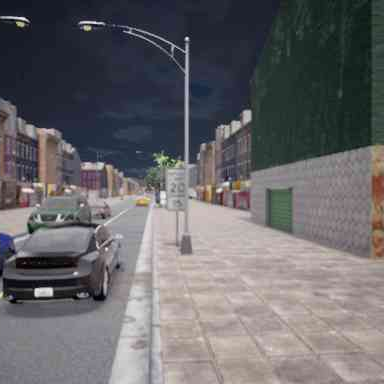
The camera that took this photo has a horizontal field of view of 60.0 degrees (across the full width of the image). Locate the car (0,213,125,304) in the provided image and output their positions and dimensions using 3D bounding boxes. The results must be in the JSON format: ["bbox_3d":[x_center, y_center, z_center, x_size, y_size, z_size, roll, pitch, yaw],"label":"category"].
[{"bbox_3d":[-2.853,1.490,8.182,1.837,1.490,4.892,0,0,-7],"label":"car"}]

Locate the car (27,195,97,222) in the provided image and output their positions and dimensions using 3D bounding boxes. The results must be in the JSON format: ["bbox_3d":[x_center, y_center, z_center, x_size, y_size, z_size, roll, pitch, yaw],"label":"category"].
[{"bbox_3d":[-6.832,1.190,17.801,2.150,2.045,5.566,0,0,-6],"label":"car"}]

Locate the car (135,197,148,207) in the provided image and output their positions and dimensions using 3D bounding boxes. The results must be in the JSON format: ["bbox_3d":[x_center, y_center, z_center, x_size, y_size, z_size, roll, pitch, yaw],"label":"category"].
[{"bbox_3d":[-7.828,1.448,51.930,1.882,1.535,5.008,0,0,-7],"label":"car"}]

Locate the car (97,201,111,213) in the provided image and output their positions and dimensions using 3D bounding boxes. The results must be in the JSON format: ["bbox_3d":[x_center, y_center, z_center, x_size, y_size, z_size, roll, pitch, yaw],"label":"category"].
[{"bbox_3d":[-8.046,1.486,28.274,1.812,1.442,4.674,0,0,-6],"label":"car"}]
